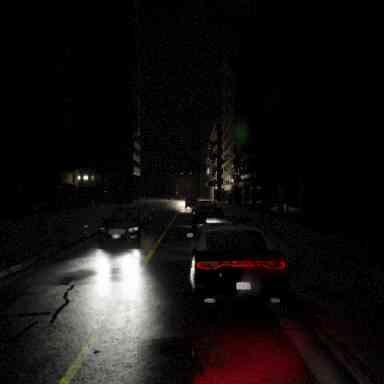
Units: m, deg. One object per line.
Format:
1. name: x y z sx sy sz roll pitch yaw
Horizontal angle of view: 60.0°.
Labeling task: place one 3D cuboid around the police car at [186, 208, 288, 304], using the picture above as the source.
1. police car: 0.892 1.427 8.359 1.930 1.638 5.238 0 0 0

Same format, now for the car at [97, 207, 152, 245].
1. car: -3.015 1.497 15.680 2.128 1.511 4.902 0 0 0

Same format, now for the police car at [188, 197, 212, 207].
1. police car: 0.878 1.439 24.360 1.930 1.638 5.238 0 0 0

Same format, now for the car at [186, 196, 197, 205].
1. car: -0.053 1.554 59.832 1.882 1.535 5.008 0 0 0

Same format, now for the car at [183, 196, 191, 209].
1. car: -0.030 1.547 46.229 1.837 1.490 4.892 0 0 0

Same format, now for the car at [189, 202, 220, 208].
1. car: 0.884 1.513 18.250 1.837 1.490 4.892 0 0 0
